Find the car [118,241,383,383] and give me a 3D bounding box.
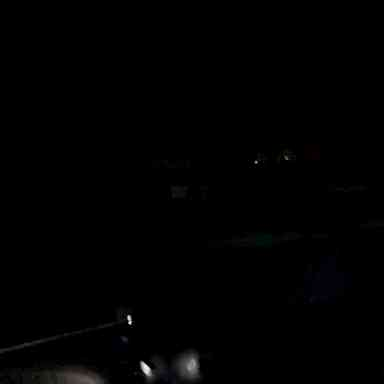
[{"bbox_3d":[1.665,1.544,5.180,5.357,1.411,2.033,0,0,-36],"label":"car"}]
